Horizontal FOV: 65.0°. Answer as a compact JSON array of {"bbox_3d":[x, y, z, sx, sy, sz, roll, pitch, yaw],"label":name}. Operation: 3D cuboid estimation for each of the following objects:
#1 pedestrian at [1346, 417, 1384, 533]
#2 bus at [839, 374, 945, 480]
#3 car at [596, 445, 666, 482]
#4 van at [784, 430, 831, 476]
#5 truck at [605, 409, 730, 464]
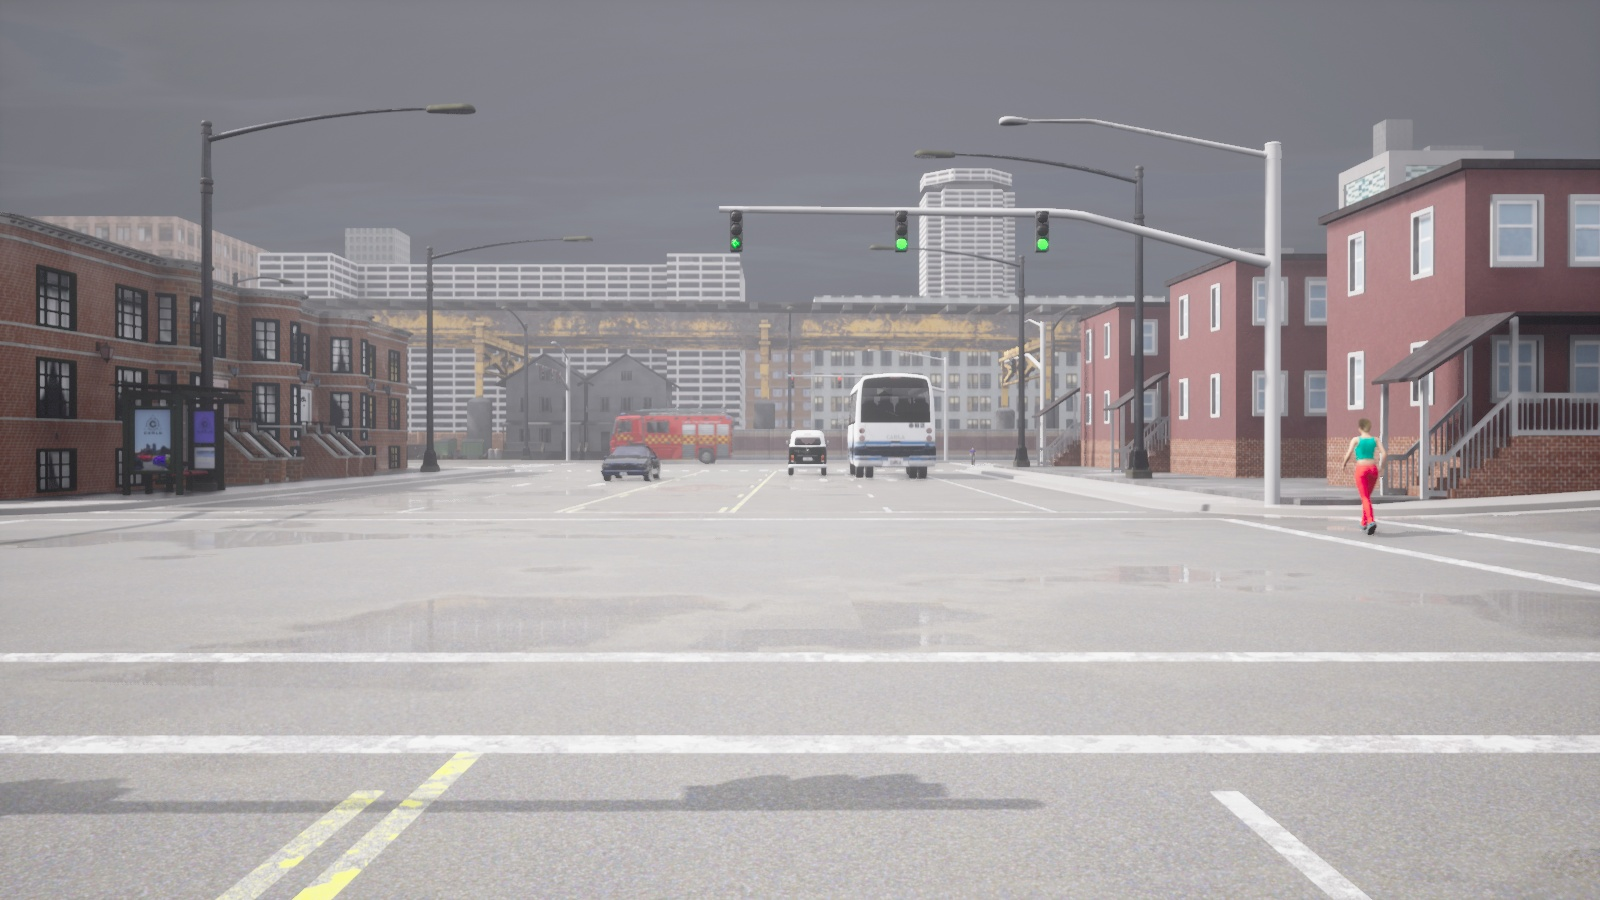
[{"bbox_3d":[9.094,0.391,20.213,0.345,1.836,0.594,0,0,1],"label":"pedestrian"},{"bbox_3d":[3.837,-0.948,55.318,3.944,4.253,10.273,0,0,0],"label":"bus"},{"bbox_3d":[-6.694,0.497,50.226,2.033,1.411,5.357,0,0,0],"label":"car"},{"bbox_3d":[0.350,0.135,57.676,2.069,2.038,4.480,0,0,0],"label":"van"},{"bbox_3d":[-9.209,-0.937,87.922,8.468,3.827,2.891,0,0,0],"label":"truck"}]
